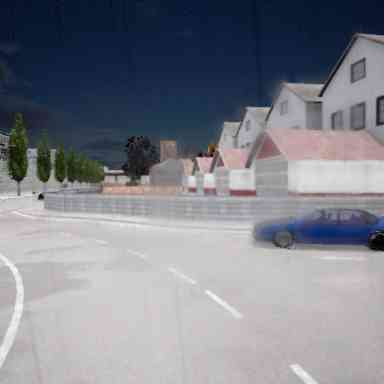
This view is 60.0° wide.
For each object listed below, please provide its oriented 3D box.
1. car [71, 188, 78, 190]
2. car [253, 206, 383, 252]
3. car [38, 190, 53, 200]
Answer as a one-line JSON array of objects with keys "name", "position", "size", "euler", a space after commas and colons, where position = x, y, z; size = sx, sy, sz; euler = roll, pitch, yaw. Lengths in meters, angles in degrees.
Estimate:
[{"name": "car", "position": [-26.090, -0.205, 74.301], "size": [1.994, 1.385, 4.181], "euler": [-1, 2, -9]}, {"name": "car", "position": [4.887, 1.222, 11.817], "size": [5.357, 1.411, 2.033], "euler": [0, 1, 10]}, {"name": "car", "position": [-22.185, 0.433, 51.356], "size": [1.994, 1.385, 4.181], "euler": [-1, 1, -9]}]
